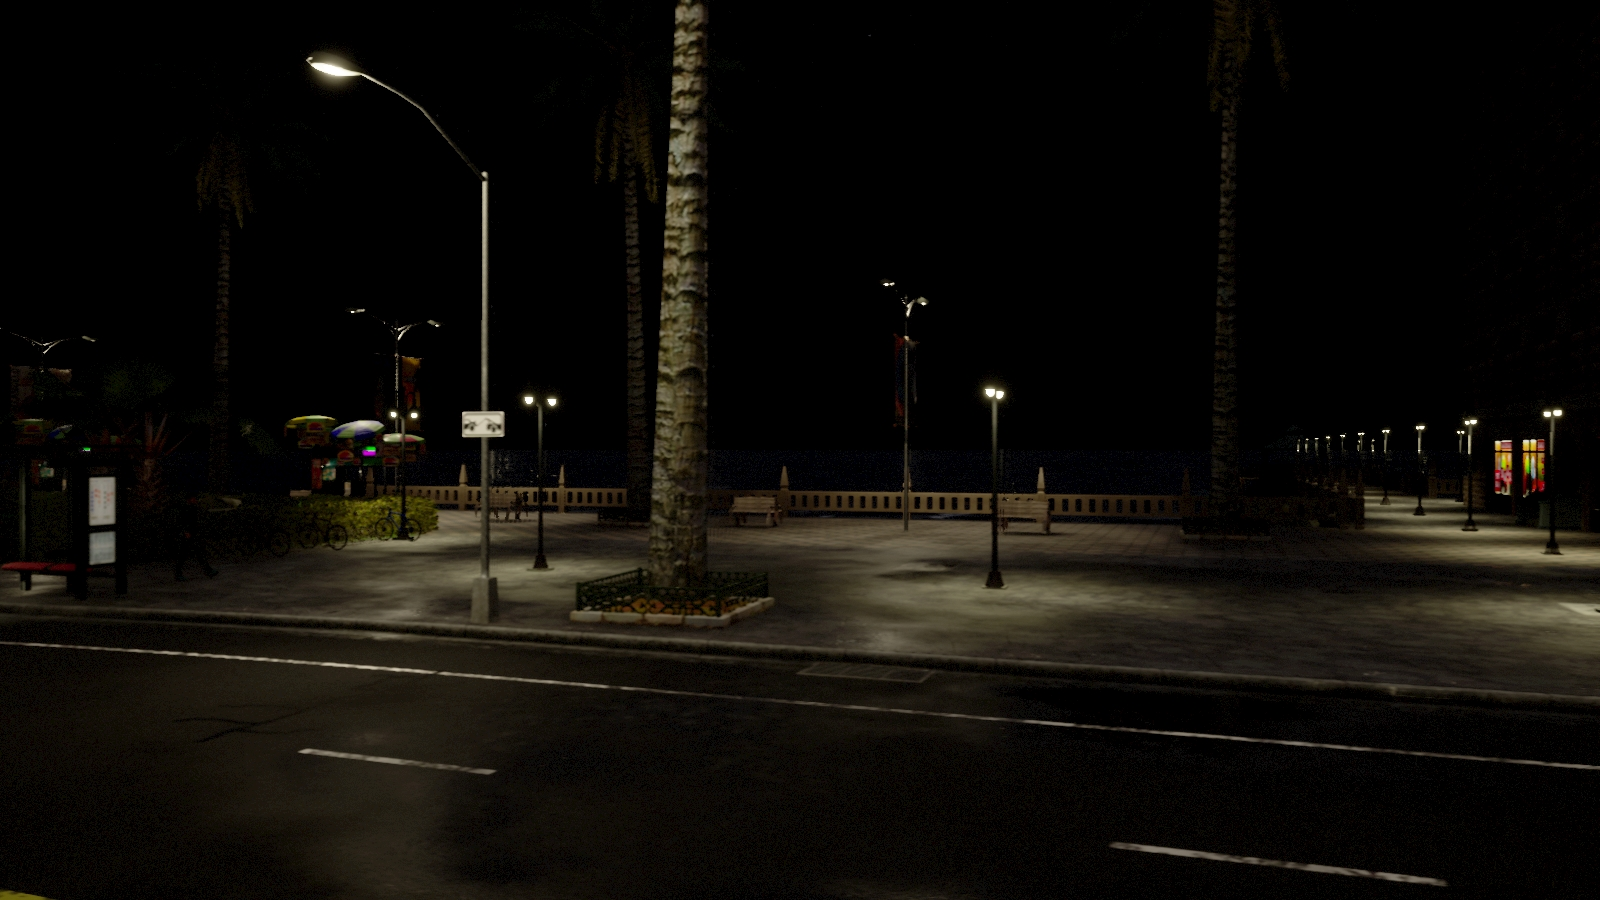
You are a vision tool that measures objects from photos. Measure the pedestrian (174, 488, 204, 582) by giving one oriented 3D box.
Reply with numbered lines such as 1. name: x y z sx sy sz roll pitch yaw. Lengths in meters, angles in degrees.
1. pedestrian: -12.259 1.698 22.926 0.375 1.860 0.375 0 0 13
